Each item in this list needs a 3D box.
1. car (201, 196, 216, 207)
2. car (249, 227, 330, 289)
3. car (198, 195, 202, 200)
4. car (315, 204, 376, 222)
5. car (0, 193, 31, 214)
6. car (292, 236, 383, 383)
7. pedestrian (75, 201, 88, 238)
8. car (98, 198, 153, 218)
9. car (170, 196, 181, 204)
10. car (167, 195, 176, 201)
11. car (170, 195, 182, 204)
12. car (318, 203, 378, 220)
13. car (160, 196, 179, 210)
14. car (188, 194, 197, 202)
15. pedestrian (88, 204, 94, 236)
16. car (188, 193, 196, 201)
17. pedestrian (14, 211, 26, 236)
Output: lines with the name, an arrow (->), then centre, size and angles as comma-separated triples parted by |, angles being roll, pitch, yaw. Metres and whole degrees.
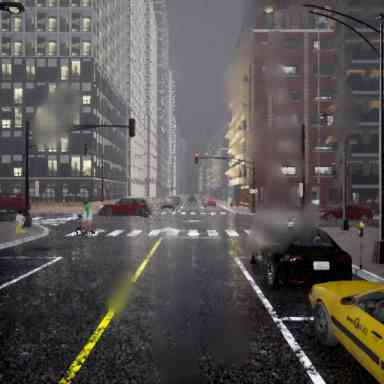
car -> 2.749, 1.609, 51.019 | 1.802, 1.307, 4.206 | 0, 0, 0
car -> 2.693, 1.569, 8.995 | 1.947, 1.339, 4.313 | 0, 0, 0
car -> 2.700, 1.590, 63.936 | 2.008, 1.369, 4.403 | 0, 0, 0
car -> 13.111, 1.809, 28.708 | 4.674, 1.442, 1.812 | 1, 0, -1
car -> -17.688, 1.038, 31.061 | 5.009, 1.841, 2.192 | 1, -1, 0
car -> 2.693, 1.526, 3.483 | 1.752, 1.417, 4.829 | 0, 0, 0
pedestrian -> -5.488, 1.300, 16.395 | 0.375, 1.860, 0.375 | 0, 0, 0
car -> -5.683, 1.289, 28.556 | 4.553, 1.767, 2.097 | 1, 0, 0
car -> -3.045, 1.544, 63.721 | 1.837, 1.490, 4.892 | 0, 0, 0
car -> -5.676, 1.623, 92.179 | 2.008, 1.369, 4.403 | 0, 0, 0
car -> -3.075, 1.593, 53.306 | 1.994, 1.385, 4.181 | 0, 0, 1
car -> 14.648, 1.845, 31.334 | 4.829, 1.417, 1.752 | 1, -1, 0
car -> -3.112, 1.568, 43.287 | 2.033, 1.411, 5.357 | 0, 0, -4
car -> 0.011, 1.566, 73.618 | 1.812, 1.442, 4.674 | 0, 0, 0
pedestrian -> -5.381, 1.300, 17.057 | 0.375, 1.860, 0.375 | 0, 0, 0
car -> 0.013, 1.248, 83.591 | 2.097, 1.767, 4.553 | 0, 0, 0
pedestrian -> -8.185, 1.428, 15.855 | 0.375, 1.300, 0.375 | 0, 0, 0
